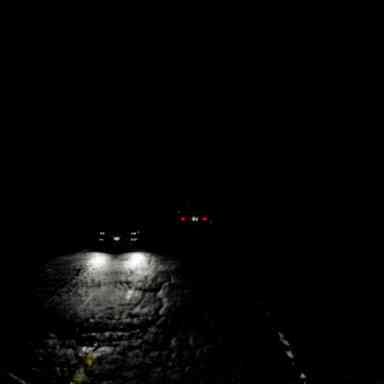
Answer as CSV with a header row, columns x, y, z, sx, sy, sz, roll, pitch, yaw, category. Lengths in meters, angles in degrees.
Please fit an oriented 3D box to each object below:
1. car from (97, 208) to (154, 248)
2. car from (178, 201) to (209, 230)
x,y,z,sx,sy,sz,roll,pitch,yaw,category
-2.836,1.511,14.956,1.837,1.490,4.892,0,0,0,car
0.101,1.556,21.018,2.033,1.411,5.357,0,0,0,car
